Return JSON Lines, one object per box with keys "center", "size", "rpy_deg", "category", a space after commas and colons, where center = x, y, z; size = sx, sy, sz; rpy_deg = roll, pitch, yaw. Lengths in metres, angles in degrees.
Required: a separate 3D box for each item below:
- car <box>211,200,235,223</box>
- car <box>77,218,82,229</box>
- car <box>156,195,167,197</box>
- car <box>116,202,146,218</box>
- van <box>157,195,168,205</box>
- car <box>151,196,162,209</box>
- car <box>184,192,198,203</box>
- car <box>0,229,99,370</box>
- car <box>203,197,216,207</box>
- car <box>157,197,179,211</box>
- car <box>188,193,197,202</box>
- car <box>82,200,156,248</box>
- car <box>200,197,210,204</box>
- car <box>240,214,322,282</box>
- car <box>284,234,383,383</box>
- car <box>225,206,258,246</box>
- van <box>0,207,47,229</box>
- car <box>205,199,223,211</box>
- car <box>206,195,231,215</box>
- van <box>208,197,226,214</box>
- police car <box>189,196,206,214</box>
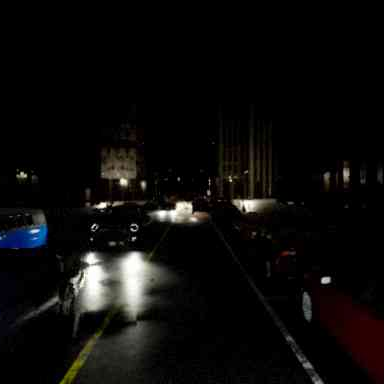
{"center": [2.778, 1.631, 26.312], "size": [1.887, 1.381, 4.507], "rpy_deg": [0, 0, 0], "category": "car"}
{"center": [-5.769, 1.650, 20.806], "size": [1.802, 1.307, 4.206], "rpy_deg": [0, 0, 0], "category": "car"}
{"center": [-5.752, 1.512, 59.480], "size": [2.192, 1.841, 5.009], "rpy_deg": [0, 0, 0], "category": "car"}
{"center": [-5.764, 1.656, 31.855], "size": [2.008, 1.369, 4.403], "rpy_deg": [0, 0, 0], "category": "car"}
{"center": [-5.750, 1.557, 65.005], "size": [1.690, 1.788, 3.998], "rpy_deg": [0, 0, 0], "category": "van"}
{"center": [-5.756, 1.685, 48.260], "size": [1.752, 1.417, 4.829], "rpy_deg": [0, 0, 0], "category": "car"}
{"center": [0.021, 1.281, 71.982], "size": [2.150, 2.045, 5.566], "rpy_deg": [0, 0, 0], "category": "car"}
{"center": [-3.096, 1.563, 4.629], "size": [2.033, 1.411, 5.357], "rpy_deg": [0, 0, 0], "category": "car"}
{"center": [2.780, 1.618, 53.940], "size": [1.967, 1.590, 4.097], "rpy_deg": [0, 0, 0], "category": "car"}
{"center": [-3.075, 1.746, 43.990], "size": [1.895, 1.301, 4.718], "rpy_deg": [0, 0, 0], "category": "car"}
{"center": [0.024, 1.321, 82.727], "size": [2.150, 2.045, 5.566], "rpy_deg": [0, 0, 0], "category": "car"}
{"center": [-3.056, 1.401, 15.039], "size": [2.097, 1.767, 4.553], "rpy_deg": [0, 0, 0], "category": "car"}
{"center": [2.781, 1.786, 70.515], "size": [2.008, 1.369, 4.403], "rpy_deg": [0, 0, 0], "category": "car"}
{"center": [2.777, 1.577, 9.736], "size": [1.887, 1.381, 4.507], "rpy_deg": [0, 0, 0], "category": "car"}
{"center": [2.777, 1.559, 4.211], "size": [1.887, 1.381, 4.507], "rpy_deg": [0, 0, 0], "category": "car"}
{"center": [2.777, 1.576, 15.431], "size": [1.752, 1.417, 4.829], "rpy_deg": [0, 0, 0], "category": "car"}
{"center": [-5.775, 1.373, 9.756], "size": [1.690, 1.788, 3.998], "rpy_deg": [0, 0, 0], "category": "van"}
{"center": [2.779, 1.692, 42.889], "size": [2.008, 1.369, 4.403], "rpy_deg": [0, 0, 0], "category": "car"}
{"center": [2.778, 1.420, 31.838], "size": [2.192, 1.841, 5.009], "rpy_deg": [0, 0, 0], "category": "car"}
{"center": [2.778, 1.464, 37.364], "size": [1.690, 1.788, 3.998], "rpy_deg": [0, 0, 0], "category": "van"}
{"center": [0.911, 1.548, 37.415], "size": [1.930, 1.638, 5.238], "rpy_deg": [0, 0, 0], "category": "police car"}
